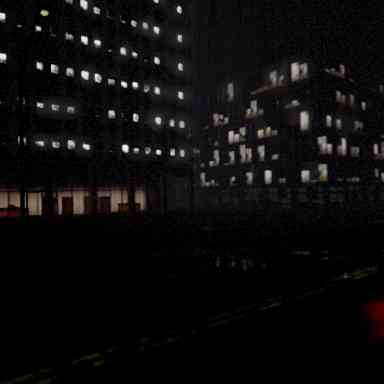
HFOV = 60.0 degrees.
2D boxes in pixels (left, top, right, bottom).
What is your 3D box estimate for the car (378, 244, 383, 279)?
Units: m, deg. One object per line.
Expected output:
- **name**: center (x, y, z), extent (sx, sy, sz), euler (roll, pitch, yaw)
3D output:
- **car**: center (6.803, 1.583, 8.980), extent (4.892, 1.490, 1.837), euler (0, -1, -38)
